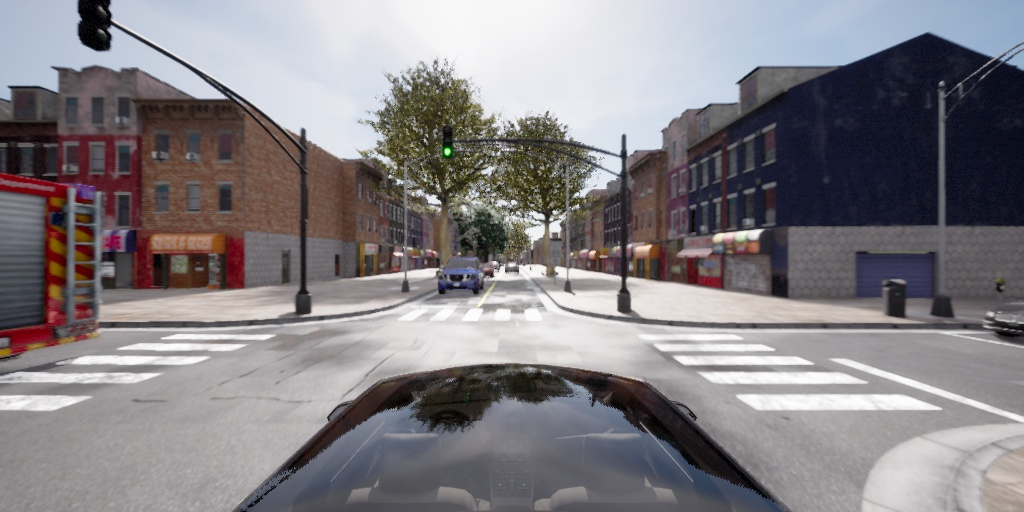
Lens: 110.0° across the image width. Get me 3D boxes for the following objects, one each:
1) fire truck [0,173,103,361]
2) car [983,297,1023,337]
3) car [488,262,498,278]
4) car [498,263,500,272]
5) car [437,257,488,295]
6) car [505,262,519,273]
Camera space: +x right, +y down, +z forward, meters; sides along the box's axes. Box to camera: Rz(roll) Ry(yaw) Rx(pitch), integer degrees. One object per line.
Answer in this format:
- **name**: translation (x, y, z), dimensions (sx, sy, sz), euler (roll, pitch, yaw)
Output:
- **fire truck**: translation (-12.209, 0.082, 5.653), dimensions (8.468, 3.827, 2.891), euler (0, 0, 0)
- **car**: translation (13.955, 1.371, 8.432), dimensions (4.403, 1.370, 2.007), euler (0, 0, 0)
- **car**: translation (-2.838, 1.485, 38.358), dimensions (1.882, 1.535, 5.008), euler (0, -1, 0)
- **car**: translation (-2.749, 1.674, 54.833), dimensions (2.128, 1.511, 4.902), euler (0, -1, 0)
- **car**: translation (-2.855, 1.081, 21.138), dimensions (2.150, 2.045, 5.566), euler (0, 1, 0)
- **car**: translation (0.002, 1.685, 50.227), dimensions (1.994, 1.385, 4.181), euler (0, -1, 0)
